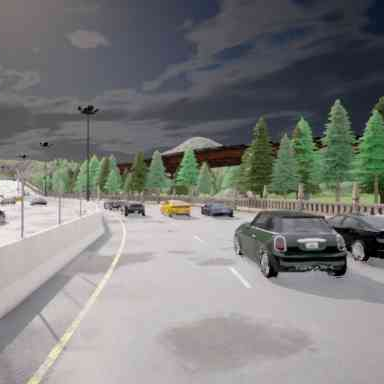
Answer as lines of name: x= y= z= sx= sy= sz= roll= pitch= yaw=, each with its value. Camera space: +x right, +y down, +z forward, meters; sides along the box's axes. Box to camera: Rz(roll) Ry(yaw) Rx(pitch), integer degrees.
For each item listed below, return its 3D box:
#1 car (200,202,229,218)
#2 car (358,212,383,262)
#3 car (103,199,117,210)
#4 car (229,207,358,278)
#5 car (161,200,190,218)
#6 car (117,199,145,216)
car: x=2.171 y=1.564 z=30.289 sx=1.994 sy=1.385 sz=4.181 roll=0 pitch=0 yaw=-17
car: x=6.075 y=1.477 z=12.205 sx=1.882 sy=1.535 sz=5.008 roll=0 pitch=0 yaw=-7
car: x=-9.927 y=1.547 z=42.477 sx=2.033 sy=1.411 sz=5.357 roll=0 pitch=0 yaw=-27
car: x=2.757 y=1.351 z=10.346 sx=2.097 sy=1.767 sz=4.553 roll=0 pitch=0 yaw=-6
car: x=-1.598 y=1.477 z=30.752 sx=1.882 sy=1.535 sz=5.008 roll=0 pitch=0 yaw=-17
car: x=-5.765 y=1.505 z=32.057 sx=1.837 sy=1.490 sz=4.892 roll=0 pitch=0 yaw=-19
